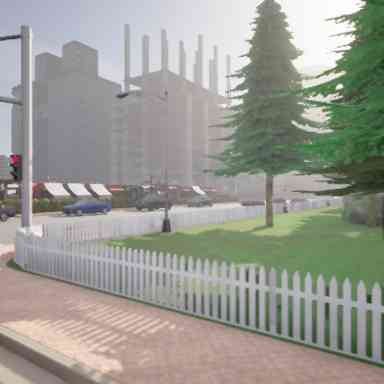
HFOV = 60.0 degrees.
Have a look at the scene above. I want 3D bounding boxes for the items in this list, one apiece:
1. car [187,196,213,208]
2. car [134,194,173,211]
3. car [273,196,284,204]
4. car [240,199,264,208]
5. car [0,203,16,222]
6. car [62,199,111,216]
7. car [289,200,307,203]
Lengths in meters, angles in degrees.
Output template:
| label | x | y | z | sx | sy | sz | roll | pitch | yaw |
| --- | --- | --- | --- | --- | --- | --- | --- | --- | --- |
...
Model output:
| label | x | y | z | sx | sy | sz | roll | pitch | yaw |
| --- | --- | --- | --- | --- | --- | --- | --- | --- | --- |
| car | 1.196 | 1.360 | 49.433 | 2.097 | 1.767 | 4.553 | 0 | 0 | 34 |
| car | -4.597 | 1.229 | 40.932 | 2.150 | 2.045 | 5.566 | 0 | 0 | 34 |
| car | 14.360 | 1.511 | 56.132 | 1.837 | 1.490 | 4.892 | 0 | 0 | 34 |
| car | 8.658 | 1.607 | 47.691 | 1.895 | 1.301 | 4.718 | 0 | 0 | 34 |
| car | -15.657 | 1.499 | 24.586 | 2.128 | 1.511 | 4.902 | 0 | 0 | 34 |
| car | -10.249 | 1.485 | 32.575 | 1.882 | 1.535 | 5.008 | 0 | 0 | 34 |
| car | 17.370 | 1.497 | 54.325 | 2.128 | 1.511 | 4.902 | 0 | 0 | 34 |
